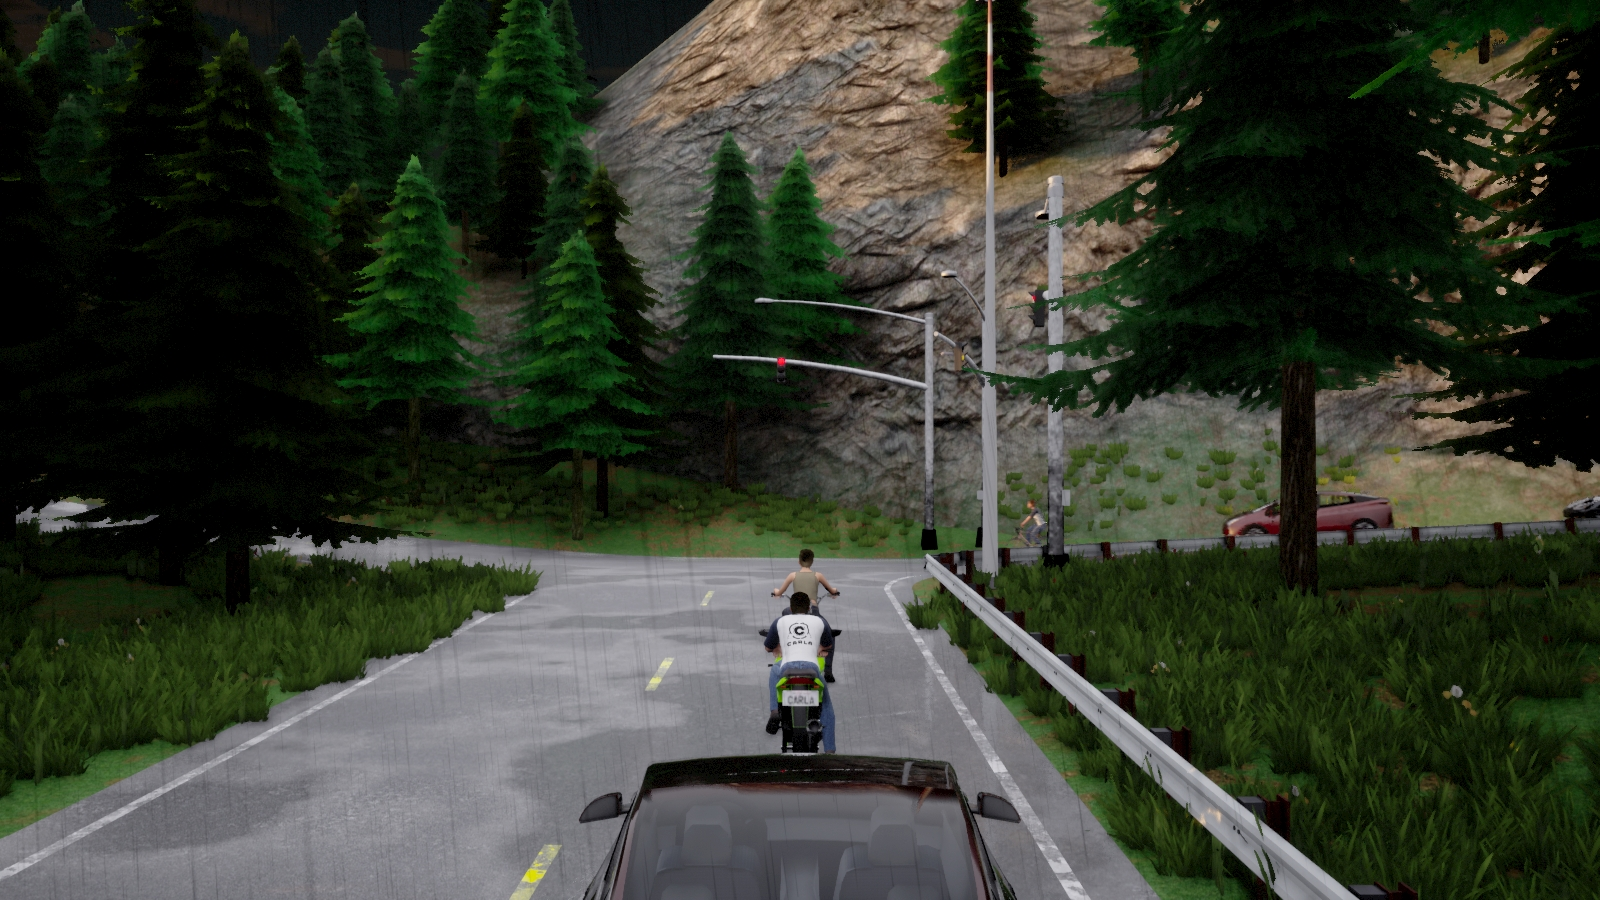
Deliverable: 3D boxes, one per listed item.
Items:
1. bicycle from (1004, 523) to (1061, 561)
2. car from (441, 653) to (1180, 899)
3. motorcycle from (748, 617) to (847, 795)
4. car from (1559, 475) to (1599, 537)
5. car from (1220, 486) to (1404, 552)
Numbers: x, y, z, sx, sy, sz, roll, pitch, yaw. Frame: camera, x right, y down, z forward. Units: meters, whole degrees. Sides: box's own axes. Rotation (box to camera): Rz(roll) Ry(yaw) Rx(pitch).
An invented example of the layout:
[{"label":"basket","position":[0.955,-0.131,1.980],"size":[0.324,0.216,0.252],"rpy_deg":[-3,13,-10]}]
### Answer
[{"label":"bicycle","position":[7.122,2.817,35.011],"size":[1.643,1.024,0.373],"rpy_deg":[-5,0,11]},{"label":"car","position":[0.029,2.063,5.012],"size":[2.163,1.488,4.792],"rpy_deg":[0,0,0]},{"label":"motorcycle","position":[-0.020,2.213,10.238],"size":[0.803,1.145,2.033],"rpy_deg":[0,0,0]},{"label":"car","position":[22.571,1.298,29.332],"size":[4.792,1.488,2.163],"rpy_deg":[-5,-2,25]},{"label":"car","position":[14.480,1.954,32.619],"size":[4.514,1.525,2.007],"rpy_deg":[-5,-2,19]}]
